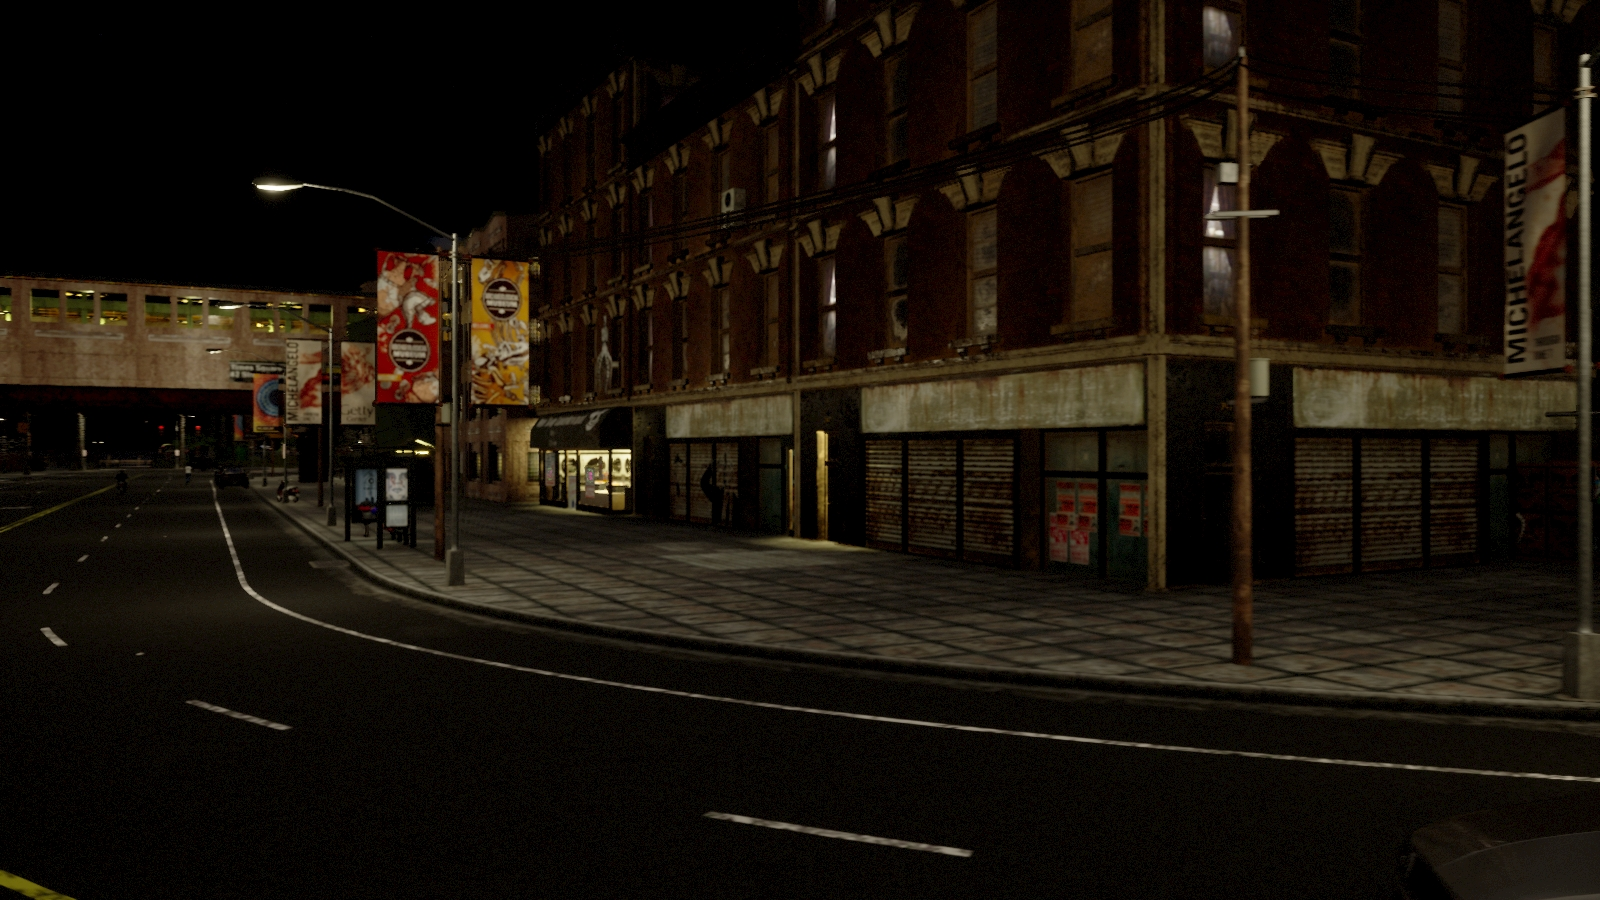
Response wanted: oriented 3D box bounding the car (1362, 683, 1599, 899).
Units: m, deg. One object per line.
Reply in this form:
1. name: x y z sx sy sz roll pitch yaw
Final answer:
1. car: 5.039 2.070 5.153 4.193 1.474 1.816 0 0 14
